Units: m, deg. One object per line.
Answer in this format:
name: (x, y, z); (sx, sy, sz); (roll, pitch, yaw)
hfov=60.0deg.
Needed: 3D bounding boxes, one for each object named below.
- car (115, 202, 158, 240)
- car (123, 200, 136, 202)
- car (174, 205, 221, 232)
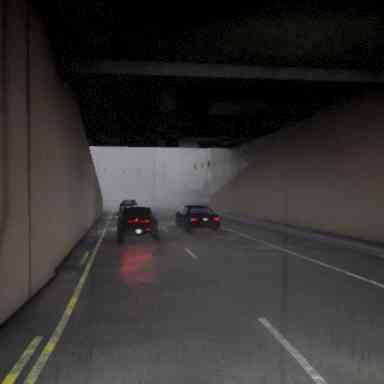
car: (-2.797, 1.458, 16.814); (1.837, 1.490, 4.892); (0, 0, -12)
car: (-6.314, 1.462, 33.649); (2.033, 1.411, 5.357); (0, 0, -9)
car: (0.189, 1.466, 19.785); (2.033, 1.411, 5.357); (-1, 0, -12)
